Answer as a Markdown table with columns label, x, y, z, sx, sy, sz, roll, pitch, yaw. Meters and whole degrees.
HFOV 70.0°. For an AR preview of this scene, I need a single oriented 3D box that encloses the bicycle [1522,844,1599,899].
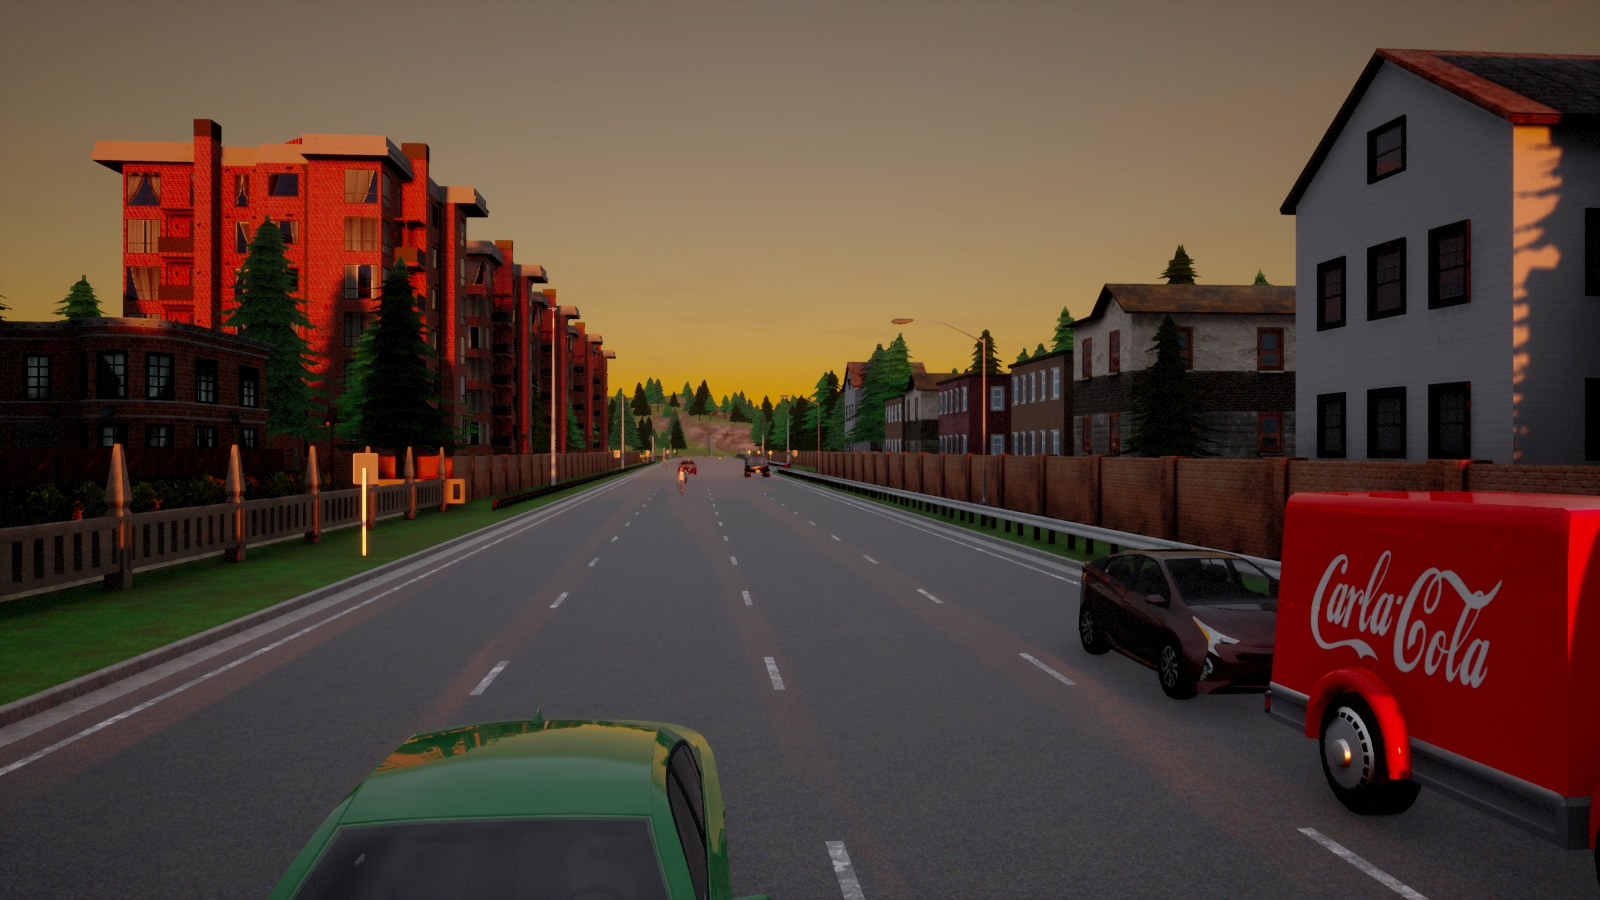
| label | x | y | z | sx | sy | sz | roll | pitch | yaw |
| --- | --- | --- | --- | --- | --- | --- | --- | --- | --- |
| bicycle | 2.623 | 2.056 | 2.959 | 0.373 | 1.496 | 1.643 | 0 | 0 | -4 |

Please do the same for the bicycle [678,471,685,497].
| label | x | y | z | sx | sy | sz | roll | pitch | yaw |
| --- | --- | --- | --- | --- | --- | --- | --- | --- | --- |
| bicycle | -7.096 | 2.056 | 68.427 | 0.373 | 1.496 | 1.643 | 0 | 0 | -5 |

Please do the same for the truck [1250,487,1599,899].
| label | x | y | z | sx | sy | sz | roll | pitch | yaw |
| --- | --- | --- | --- | --- | --- | --- | --- | --- | --- |
| truck | 5.566 | 1.568 | 7.740 | 2.627 | 2.467 | 5.204 | 0 | 0 | -5 |

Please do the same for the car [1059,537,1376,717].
| label | x | y | z | sx | sy | sz | roll | pitch | yaw |
| --- | --- | --- | --- | --- | --- | --- | --- | --- | --- |
| car | 4.945 | 2.040 | 14.354 | 2.007 | 1.525 | 4.514 | 0 | 0 | -5 |

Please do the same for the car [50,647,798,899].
| label | x | y | z | sx | sy | sz | roll | pitch | yaw |
| --- | --- | --- | --- | --- | --- | --- | --- | --- | --- |
| car | -1.202 | 2.034 | 4.748 | 2.097 | 1.535 | 5.006 | 0 | 0 | -5 |
